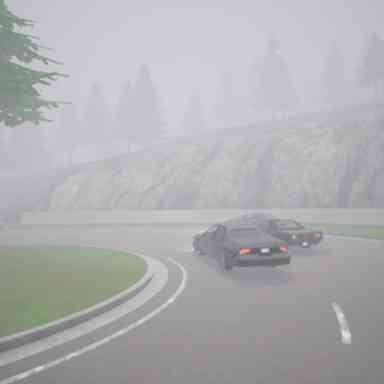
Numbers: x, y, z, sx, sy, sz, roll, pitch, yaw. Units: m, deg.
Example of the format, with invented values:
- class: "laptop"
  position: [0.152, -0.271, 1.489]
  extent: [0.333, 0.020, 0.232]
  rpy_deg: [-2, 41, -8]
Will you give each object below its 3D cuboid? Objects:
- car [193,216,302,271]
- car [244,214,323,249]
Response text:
- class: "car"
  position: [1.505, 1.820, 12.100]
  extent: [2.033, 1.411, 5.357]
  rpy_deg: [-1, -1, -14]
- class: "car"
  position: [3.735, 1.921, 15.761]
  extent: [1.895, 1.301, 4.718]
  rpy_deg: [0, -2, -25]
